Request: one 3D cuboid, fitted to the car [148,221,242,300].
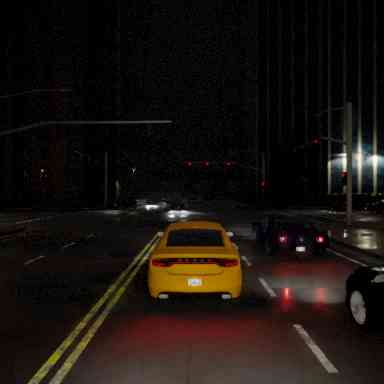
[{"bbox_3d":[0.078,1.478,8.475,1.882,1.535,5.008,0,0,1],"label":"car"}]

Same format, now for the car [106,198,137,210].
[{"bbox_3d":[-8.968,1.477,42.666,1.882,1.535,5.008,1,0,24],"label":"car"}]

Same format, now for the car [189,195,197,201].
[{"bbox_3d":[0.225,1.367,80.170,1.994,1.385,4.181,0,0,0],"label":"car"}]

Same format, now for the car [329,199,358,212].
[{"bbox_3d":[19.031,1.547,38.933,5.357,1.411,2.033,0,0,0],"label":"car"}]

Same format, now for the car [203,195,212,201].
[{"bbox_3d":[3.724,1.429,79.621,1.837,1.490,4.892,0,0,0],"label":"car"}]

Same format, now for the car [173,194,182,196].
[{"bbox_3d":[-3.370,1.600,63.956,1.895,1.301,4.718,0,0,1],"label":"car"}]

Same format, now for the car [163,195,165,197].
[{"bbox_3d":[-6.794,1.500,73.492,1.837,1.490,4.892,0,0,0],"label":"car"}]

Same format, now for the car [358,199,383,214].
[{"bbox_3d":[20.946,1.491,35.450,4.902,1.511,2.128,0,0,-1],"label":"car"}]

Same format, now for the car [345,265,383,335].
[{"bbox_3d":[3.611,1.505,3.963,1.837,1.490,4.892,0,0,0],"label":"car"}]

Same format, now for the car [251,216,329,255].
[{"bbox_3d":[3.618,1.601,13.234,1.895,1.301,4.718,0,0,0],"label":"car"}]

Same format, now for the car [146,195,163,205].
[{"bbox_3d":[-6.912,1.491,58.634,2.128,1.511,4.902,0,0,0],"label":"car"}]

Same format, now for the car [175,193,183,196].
[{"bbox_3d":[-3.277,1.210,79.542,2.150,2.045,5.566,0,0,0],"label":"car"}]

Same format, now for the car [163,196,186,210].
[{"bbox_3d":[-2.175,1.601,43.151,1.895,1.301,4.718,0,0,-14],"label":"car"}]
